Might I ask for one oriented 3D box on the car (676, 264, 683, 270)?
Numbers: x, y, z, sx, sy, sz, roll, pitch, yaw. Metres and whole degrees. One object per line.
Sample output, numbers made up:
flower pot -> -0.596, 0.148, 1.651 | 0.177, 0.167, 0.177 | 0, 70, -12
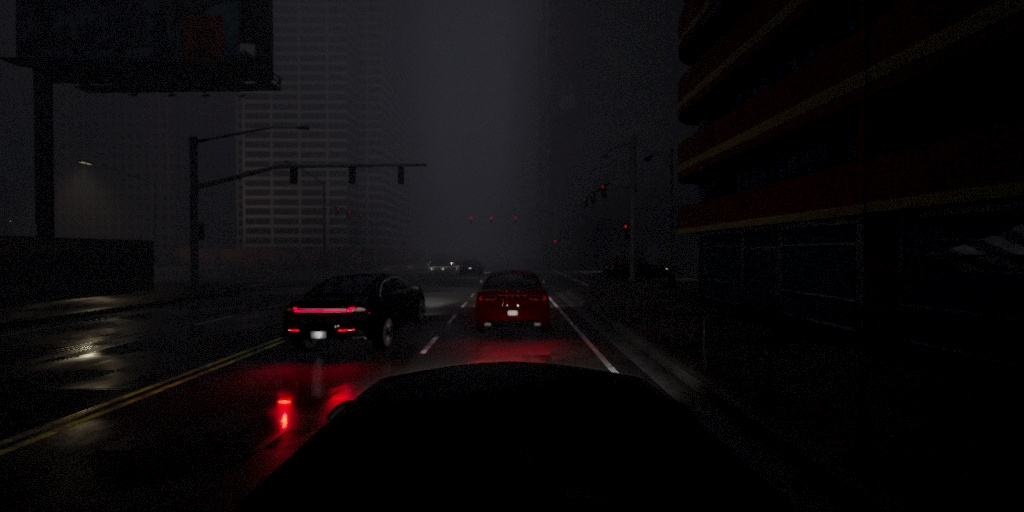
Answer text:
car -> 14.863, 0.990, 36.976 | 4.718, 1.301, 1.895 | 0, 1, 0

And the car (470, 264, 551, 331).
car -> 0.013, 1.136, 10.703 | 1.882, 1.535, 5.008 | 0, 0, 0

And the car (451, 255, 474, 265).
car -> -7.437, 0.755, 54.708 | 2.033, 1.411, 5.357 | 0, 1, 0

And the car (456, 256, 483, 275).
car -> -3.625, 0.995, 32.854 | 1.994, 1.385, 4.181 | 0, 1, 0

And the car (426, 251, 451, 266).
car -> -10.932, 0.432, 54.546 | 2.150, 2.045, 5.566 | 0, 0, 0

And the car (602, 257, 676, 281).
car -> 9.017, 0.853, 26.141 | 4.553, 1.767, 2.097 | 0, 1, -4

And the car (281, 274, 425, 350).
car -> -3.477, 1.169, 8.816 | 2.128, 1.511, 4.902 | 0, 1, -1
